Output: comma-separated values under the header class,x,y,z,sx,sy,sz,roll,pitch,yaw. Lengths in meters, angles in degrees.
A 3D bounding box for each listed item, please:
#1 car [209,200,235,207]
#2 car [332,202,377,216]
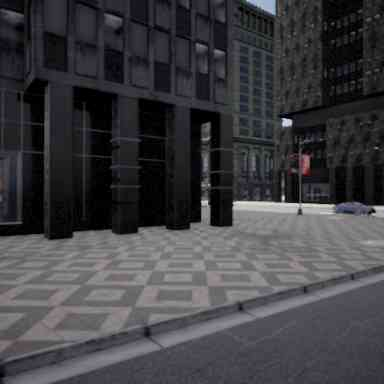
class,x,y,z,sx,sy,sz,roll,pitch,yaw
car,4.729,1.640,52.934,1.882,1.535,5.008,0,0,-35
car,17.196,1.727,35.362,1.994,1.385,4.181,0,0,-35
